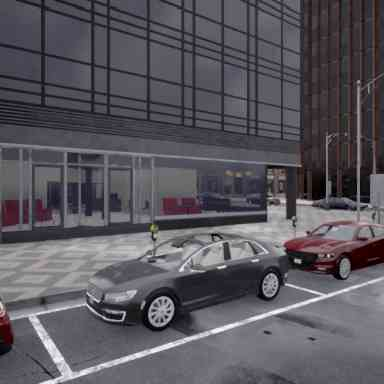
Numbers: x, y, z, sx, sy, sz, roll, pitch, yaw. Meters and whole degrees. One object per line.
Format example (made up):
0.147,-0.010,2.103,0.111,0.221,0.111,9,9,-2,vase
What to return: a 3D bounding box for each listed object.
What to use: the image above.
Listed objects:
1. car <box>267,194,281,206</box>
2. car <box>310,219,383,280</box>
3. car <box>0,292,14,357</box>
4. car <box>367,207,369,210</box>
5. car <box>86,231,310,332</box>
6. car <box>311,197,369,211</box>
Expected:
9.002,0.960,42.156,1.837,1.490,4.892,0,1,-36,car
4.564,1.544,9.912,4.507,1.381,1.887,0,0,-36,car
-4.318,1.440,3.570,4.097,1.590,1.967,0,0,-36,car
9.005,1.440,13.084,4.097,1.590,1.967,0,0,-36,car
0.123,1.551,6.741,4.403,1.369,2.008,0,0,-36,car
14.932,1.201,33.792,2.033,1.411,5.357,0,1,-41,car
